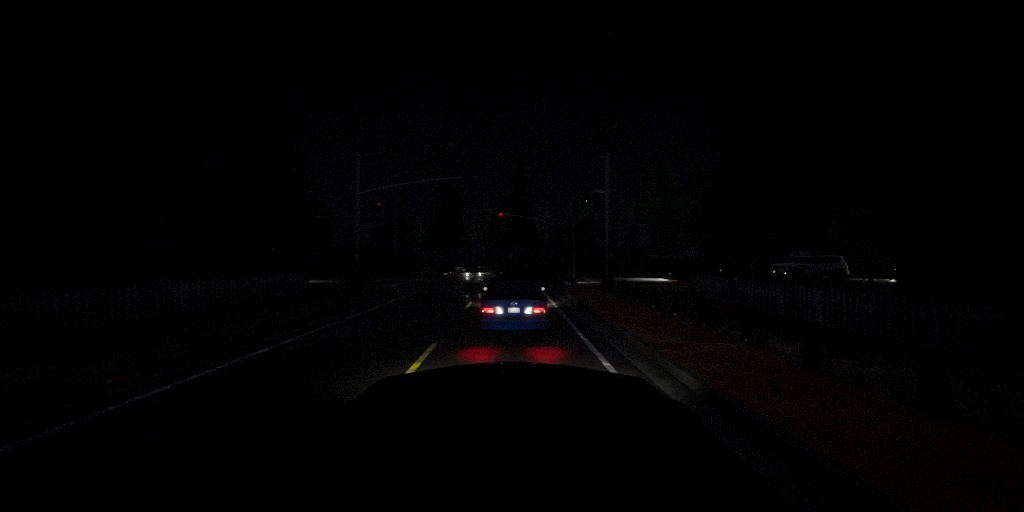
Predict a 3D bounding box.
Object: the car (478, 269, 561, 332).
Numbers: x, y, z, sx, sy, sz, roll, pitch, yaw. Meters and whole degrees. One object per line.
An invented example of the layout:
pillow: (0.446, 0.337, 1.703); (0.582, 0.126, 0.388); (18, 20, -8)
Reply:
car: (0.062, 1.297, 10.777); (2.033, 1.411, 5.357); (0, 0, 0)

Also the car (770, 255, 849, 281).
car: (24.678, 0.956, 29.915); (5.566, 2.045, 2.150); (0, 0, 1)

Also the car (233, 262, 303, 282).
car: (-18.541, 1.241, 27.481); (4.892, 1.490, 1.837); (0, 0, 2)

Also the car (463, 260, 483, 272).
car: (-4.780, 1.220, 44.704); (1.837, 1.490, 4.892); (0, 0, -6)

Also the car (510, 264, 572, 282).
car: (1.702, 1.284, 26.885); (5.357, 1.411, 2.033); (0, 0, 2)

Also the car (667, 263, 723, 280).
car: (15.313, 1.299, 30.194); (4.181, 1.385, 1.994); (0, 0, 2)

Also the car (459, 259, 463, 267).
car: (-6.492, 1.263, 55.081); (2.033, 1.411, 5.357); (0, 0, -14)

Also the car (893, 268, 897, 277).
car: (34.524, 1.087, 29.607); (4.553, 1.767, 2.097); (0, 0, 2)
